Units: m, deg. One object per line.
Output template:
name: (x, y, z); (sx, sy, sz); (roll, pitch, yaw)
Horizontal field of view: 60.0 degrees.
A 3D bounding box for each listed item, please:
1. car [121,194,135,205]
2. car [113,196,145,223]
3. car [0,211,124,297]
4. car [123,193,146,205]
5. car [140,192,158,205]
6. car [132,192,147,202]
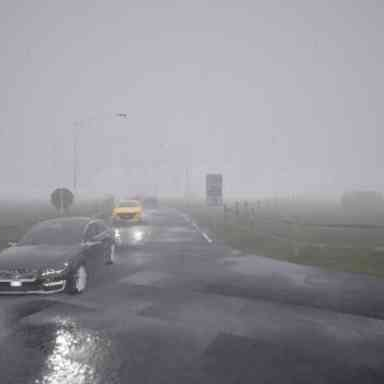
car: (-10.109, 1.140, 52.185); (1.812, 1.442, 4.674); (-1, 0, -15)
car: (-4.558, 1.320, 24.055); (1.882, 1.535, 5.008); (-1, 0, -8)
car: (-3.274, 1.467, 8.644); (1.837, 1.490, 4.892); (0, 0, 0)
car: (-6.616, 1.234, 36.862); (2.128, 1.511, 4.902); (-1, 1, -11)
car: (-6.176, 1.097, 48.257); (1.882, 1.535, 5.008); (-1, 1, -14)
car: (-9.453, 0.877, 59.586); (2.097, 1.767, 4.553); (-1, 1, -18)
